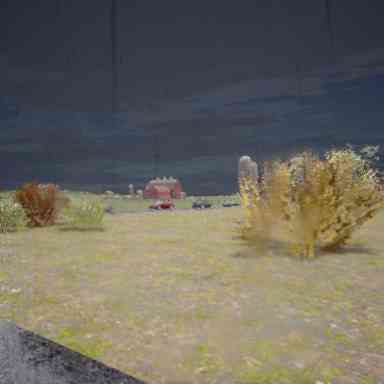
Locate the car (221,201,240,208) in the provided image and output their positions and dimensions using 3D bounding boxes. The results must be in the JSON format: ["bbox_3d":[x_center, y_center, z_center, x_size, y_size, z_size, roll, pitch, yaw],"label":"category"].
[{"bbox_3d":[7.877,2.445,66.894,1.895,1.301,4.718,-2,-2,36],"label":"car"}]

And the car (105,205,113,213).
[{"bbox_3d":[-12.668,2.163,44.526,1.994,1.385,4.181,-2,-2,36],"label":"car"}]

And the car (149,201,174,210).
[{"bbox_3d":[-5.052,2.217,55.076,1.882,1.535,5.008,-2,-1,36],"label":"car"}]

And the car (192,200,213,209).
[{"bbox_3d":[1.917,2.236,58.569,1.837,1.490,4.892,-2,-2,36],"label":"car"}]
